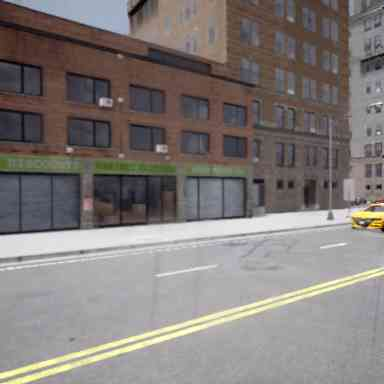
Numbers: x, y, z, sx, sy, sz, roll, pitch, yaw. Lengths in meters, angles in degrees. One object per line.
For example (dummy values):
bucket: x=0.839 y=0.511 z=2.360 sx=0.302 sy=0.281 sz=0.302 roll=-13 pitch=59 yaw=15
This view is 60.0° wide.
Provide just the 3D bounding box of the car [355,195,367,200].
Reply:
car: x=20.410 y=1.198 z=45.037 sx=2.033 sy=1.411 sz=5.357 roll=-1 pitch=1 yaw=-35

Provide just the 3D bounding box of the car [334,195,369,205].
car: x=23.918 y=1.130 z=49.904 sx=1.947 sy=1.339 sz=4.313 roll=0 pitch=1 yaw=-35

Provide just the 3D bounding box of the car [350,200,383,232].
car: x=11.387 y=1.427 z=19.778 sx=5.008 sy=1.535 sz=1.882 roll=0 pitch=0 yaw=-35

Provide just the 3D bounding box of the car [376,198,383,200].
car: x=27.139 y=1.212 z=45.367 sx=1.802 sy=1.307 sz=4.206 roll=0 pitch=1 yaw=-35
